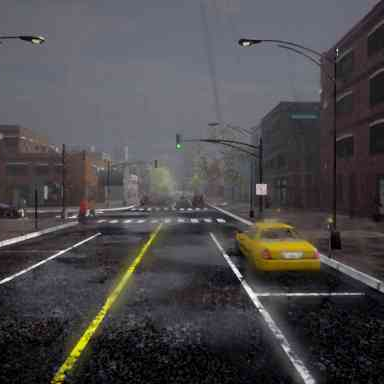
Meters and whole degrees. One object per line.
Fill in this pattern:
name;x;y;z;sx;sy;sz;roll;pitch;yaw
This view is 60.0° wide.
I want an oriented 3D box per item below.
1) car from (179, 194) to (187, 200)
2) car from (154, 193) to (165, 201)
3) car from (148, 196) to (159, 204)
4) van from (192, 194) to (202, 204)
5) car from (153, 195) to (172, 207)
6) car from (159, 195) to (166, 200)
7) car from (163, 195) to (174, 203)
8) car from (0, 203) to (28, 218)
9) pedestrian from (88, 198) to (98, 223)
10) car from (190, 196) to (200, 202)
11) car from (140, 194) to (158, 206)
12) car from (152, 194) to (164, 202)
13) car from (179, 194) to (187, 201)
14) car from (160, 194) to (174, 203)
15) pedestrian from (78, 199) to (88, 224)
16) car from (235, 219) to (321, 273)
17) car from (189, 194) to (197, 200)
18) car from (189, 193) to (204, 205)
car;-2.433;1.352;90.217;1.882;1.535;5.008;0;0;-2
car;-7.891;1.295;81.382;2.192;1.841;5.009;-1;0;-2
car;-7.439;1.567;64.757;1.802;1.307;4.206;-1;0;-2
van;0.936;1.326;64.983;1.690;1.788;3.998;-1;0;-2
car;-4.474;1.553;51.196;1.994;1.385;4.181;0;0;-2
car;-8.188;1.521;92.466;1.887;1.381;4.507;-1;0;-2
car;-4.920;1.508;71.122;2.128;1.511;4.902;0;0;-2
car;-19.058;1.793;32.364;5.357;1.411;2.033;-1;1;-2
pedestrian;-7.403;1.289;24.733;0.375;1.860;0.375;-1;1;-2
car;0.639;1.532;76.067;2.008;1.369;4.403;-1;0;-2
car;-7.141;1.303;53.672;2.192;1.841;5.009;-1;0;-2
car;-7.742;1.297;75.841;2.192;1.841;5.009;-1;0;-2
car;-2.153;1.502;79.805;2.128;1.511;4.902;0;0;-2
car;-4.712;1.464;60.994;1.882;1.535;5.008;0;0;-1
pedestrian;-7.718;1.289;23.384;0.375;1.860;0.375;-1;1;-2
car;2.412;1.523;10.491;1.752;1.417;4.829;-1;0;-2
car;0.188;1.417;92.693;1.967;1.590;4.097;-1;0;-2
car;1.086;1.301;59.441;2.192;1.841;5.009;-1;0;-2
